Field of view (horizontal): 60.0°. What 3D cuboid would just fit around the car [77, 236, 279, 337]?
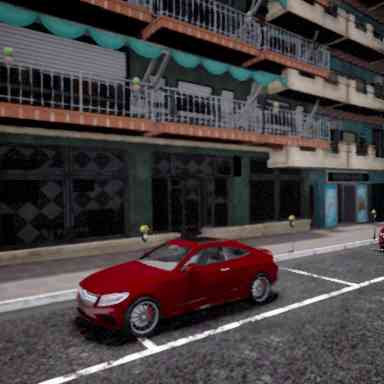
[{"bbox_3d":[-0.055,1.577,6.534,4.206,1.307,1.802,0,-1,-35],"label":"car"}]

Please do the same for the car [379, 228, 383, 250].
[{"bbox_3d":[9.034,1.522,13.010,4.507,1.381,1.887,0,-1,-35],"label":"car"}]
